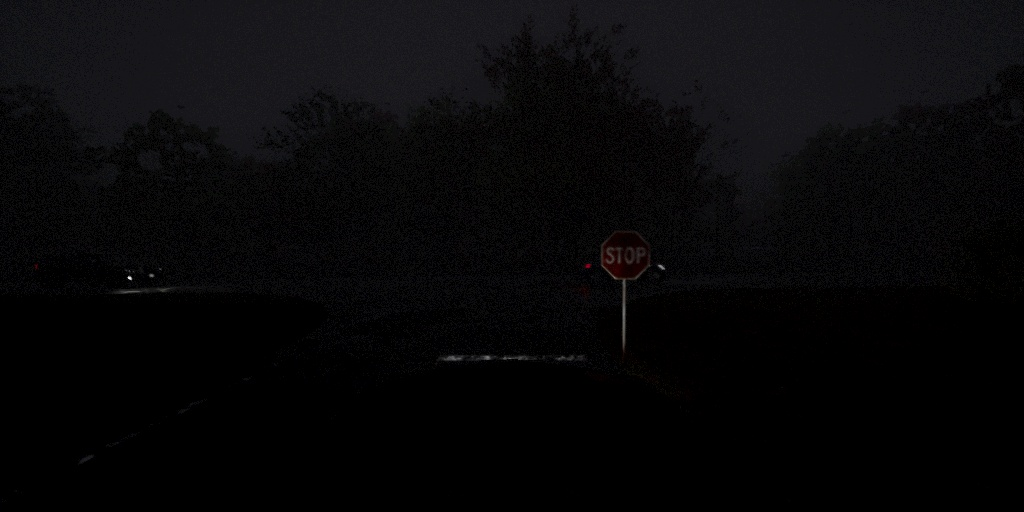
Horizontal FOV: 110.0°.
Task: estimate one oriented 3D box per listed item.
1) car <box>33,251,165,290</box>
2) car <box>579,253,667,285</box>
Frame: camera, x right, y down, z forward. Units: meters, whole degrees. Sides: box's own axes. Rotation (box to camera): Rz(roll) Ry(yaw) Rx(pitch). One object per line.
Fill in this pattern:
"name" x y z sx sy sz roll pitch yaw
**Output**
"car" -22.718 0.751 19.836 5.566 2.045 2.150 -1 0 0
"car" 6.110 0.600 19.969 4.553 1.767 2.097 -1 0 0
